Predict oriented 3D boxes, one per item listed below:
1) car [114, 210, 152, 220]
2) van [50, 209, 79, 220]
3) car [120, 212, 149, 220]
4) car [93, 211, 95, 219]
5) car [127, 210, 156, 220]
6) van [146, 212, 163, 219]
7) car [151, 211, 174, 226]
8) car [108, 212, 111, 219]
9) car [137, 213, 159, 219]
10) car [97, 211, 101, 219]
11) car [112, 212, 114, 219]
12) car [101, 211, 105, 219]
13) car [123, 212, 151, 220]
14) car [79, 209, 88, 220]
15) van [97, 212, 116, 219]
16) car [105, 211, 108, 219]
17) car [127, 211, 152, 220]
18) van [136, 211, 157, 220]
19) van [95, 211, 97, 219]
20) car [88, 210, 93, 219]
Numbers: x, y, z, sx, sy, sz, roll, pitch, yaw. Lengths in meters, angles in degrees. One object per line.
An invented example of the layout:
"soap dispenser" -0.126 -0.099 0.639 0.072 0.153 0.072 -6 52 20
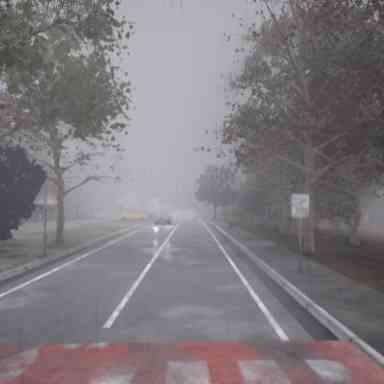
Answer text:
"car" -10.226 4.174 57.757 5.366 1.575 1.946 0 -4 0
"van" -23.610 4.108 60.629 4.442 1.987 1.878 0 -4 0
"car" -10.419 4.363 60.520 4.892 1.521 2.231 0 -4 0
"car" -23.495 4.948 69.018 4.892 1.521 2.231 0 -4 0
"car" -10.392 4.716 68.837 5.566 2.045 2.435 0 -4 0
"van" -10.324 6.422 90.981 4.442 1.987 1.878 0 -4 0
"car" -3.390 3.229 39.859 1.812 1.442 4.674 0 -3 0
"car" -23.508 5.996 82.831 4.892 1.521 2.231 0 -4 0
"car" -10.437 5.806 79.891 5.008 1.535 2.097 0 -4 0
"car" -23.474 5.241 74.552 4.553 1.767 2.185 0 -4 0
"car" -23.334 6.412 88.357 5.366 1.575 1.946 0 -4 0
"car" -23.503 5.566 77.181 5.008 1.535 2.097 0 -4 0
"car" -10.423 4.556 63.285 5.008 1.535 2.097 0 -4 0
"car" -23.523 4.285 63.516 5.566 2.045 2.435 0 -4 0
"van" -23.404 6.399 91.133 4.442 1.987 1.878 0 -4 0
"car" -23.506 5.785 80.068 5.008 1.535 2.097 0 -4 0
"car" -10.450 4.634 66.064 4.553 1.767 2.185 0 -4 0
"van" -10.545 5.371 77.140 4.442 1.987 1.878 0 -4 0
"van" -23.620 4.931 71.798 4.442 1.987 1.878 0 -4 0
"car" -23.313 4.737 66.259 5.366 1.575 1.946 0 -4 0
